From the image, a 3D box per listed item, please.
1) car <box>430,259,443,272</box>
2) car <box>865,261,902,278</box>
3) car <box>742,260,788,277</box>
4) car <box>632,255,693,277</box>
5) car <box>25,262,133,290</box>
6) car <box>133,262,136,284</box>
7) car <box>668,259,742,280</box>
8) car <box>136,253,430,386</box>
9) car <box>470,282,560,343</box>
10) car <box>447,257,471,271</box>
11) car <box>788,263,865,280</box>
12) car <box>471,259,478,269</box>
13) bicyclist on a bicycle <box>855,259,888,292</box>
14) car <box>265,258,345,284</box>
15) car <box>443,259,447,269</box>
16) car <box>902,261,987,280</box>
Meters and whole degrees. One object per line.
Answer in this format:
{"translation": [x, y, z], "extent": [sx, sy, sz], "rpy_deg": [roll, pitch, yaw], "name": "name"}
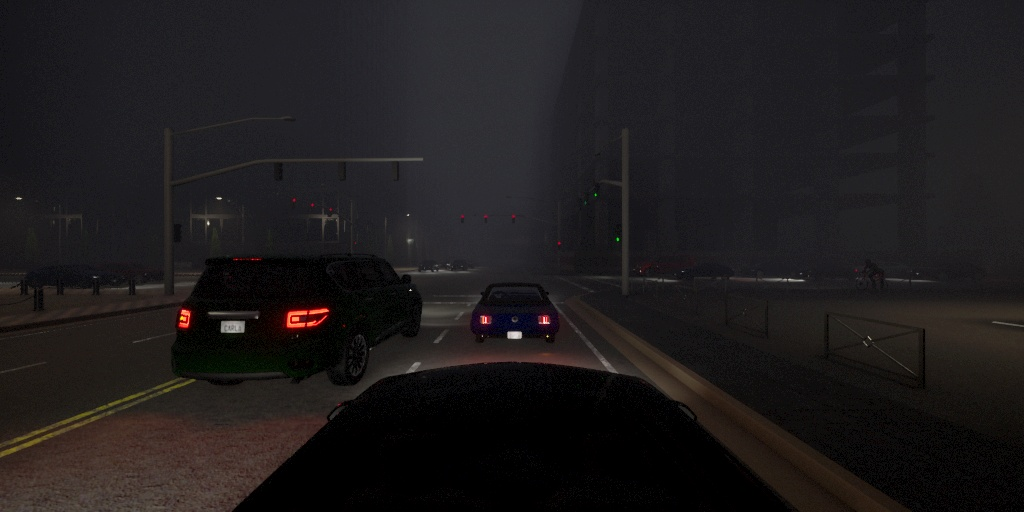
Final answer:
{"translation": [-10.623, 1.255, 45.907], "extent": [1.837, 1.490, 4.892], "rpy_deg": [0, 0, 0], "name": "car"}
{"translation": [33.642, 1.220, 32.831], "extent": [4.674, 1.442, 1.812], "rpy_deg": [0, 0, 0], "name": "car"}
{"translation": [23.647, 1.172, 32.801], "extent": [5.008, 1.535, 1.882], "rpy_deg": [0, 0, -1], "name": "car"}
{"translation": [13.918, 0.917, 32.766], "extent": [5.566, 2.045, 2.150], "rpy_deg": [0, 0, 0], "name": "car"}
{"translation": [-26.286, 1.220, 21.599], "extent": [4.674, 1.442, 1.812], "rpy_deg": [0, 0, 0], "name": "car"}
{"translation": [-26.822, 1.172, 25.095], "extent": [5.008, 1.535, 1.882], "rpy_deg": [0, 0, 0], "name": "car"}
{"translation": [15.637, 1.220, 29.250], "extent": [4.674, 1.442, 1.812], "rpy_deg": [0, 0, 0], "name": "car"}
{"translation": [-3.441, 0.971, 7.129], "extent": [2.150, 2.045, 5.566], "rpy_deg": [0, 0, 0], "name": "car"}
{"translation": [0.075, 1.351, 9.644], "extent": [1.895, 1.301, 4.718], "rpy_deg": [0, 0, 0], "name": "car"}
{"translation": [-7.123, 1.255, 48.531], "extent": [1.837, 1.490, 4.892], "rpy_deg": [0, 0, 0], "name": "car"}
{"translation": [25.601, 1.258, 29.310], "extent": [4.181, 1.385, 1.994], "rpy_deg": [0, 0, 0], "name": "car"}
{"translation": [-7.114, 1.227, 57.988], "extent": [1.882, 1.535, 5.008], "rpy_deg": [0, 0, 0], "name": "car"}
{"translation": [18.322, 0.998, 18.298], "extent": [0.582, 1.620, 1.656], "rpy_deg": [0, 0, 0], "name": "bicyclist on a bicycle"}
{"translation": [-14.709, 1.065, 25.765], "extent": [4.553, 1.767, 2.097], "rpy_deg": [0, 0, -8], "name": "car"}
{"translation": [-10.619, 1.241, 55.250], "extent": [2.128, 1.511, 4.902], "rpy_deg": [0, 0, 0], "name": "car"}
{"translation": [35.595, 1.199, 29.336], "extent": [4.892, 1.490, 1.837], "rpy_deg": [0, 0, 0], "name": "car"}
